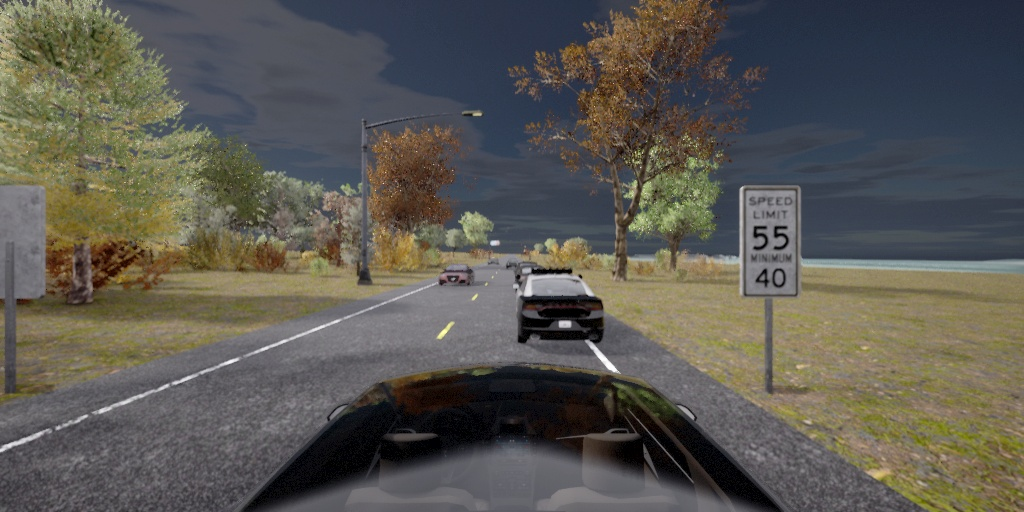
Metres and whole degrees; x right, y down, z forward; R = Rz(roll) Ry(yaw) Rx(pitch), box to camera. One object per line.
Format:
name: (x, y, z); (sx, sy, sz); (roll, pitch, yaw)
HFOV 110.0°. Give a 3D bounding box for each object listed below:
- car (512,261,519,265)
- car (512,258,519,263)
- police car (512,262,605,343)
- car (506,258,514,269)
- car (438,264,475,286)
car: (1.069, 1.189, 19.580); (1.812, 1.442, 4.674); (0, 0, 0)
car: (1.086, 1.139, 25.579); (1.837, 1.490, 4.892); (0, 0, 0)
police car: (1.054, 1.137, 9.695); (1.930, 1.638, 5.238); (0, 0, 0)
car: (0.140, 1.112, 49.609); (1.895, 1.301, 4.718); (0, 0, 1)
car: (-3.565, 1.206, 23.745); (1.994, 1.385, 4.181); (0, 0, 0)
